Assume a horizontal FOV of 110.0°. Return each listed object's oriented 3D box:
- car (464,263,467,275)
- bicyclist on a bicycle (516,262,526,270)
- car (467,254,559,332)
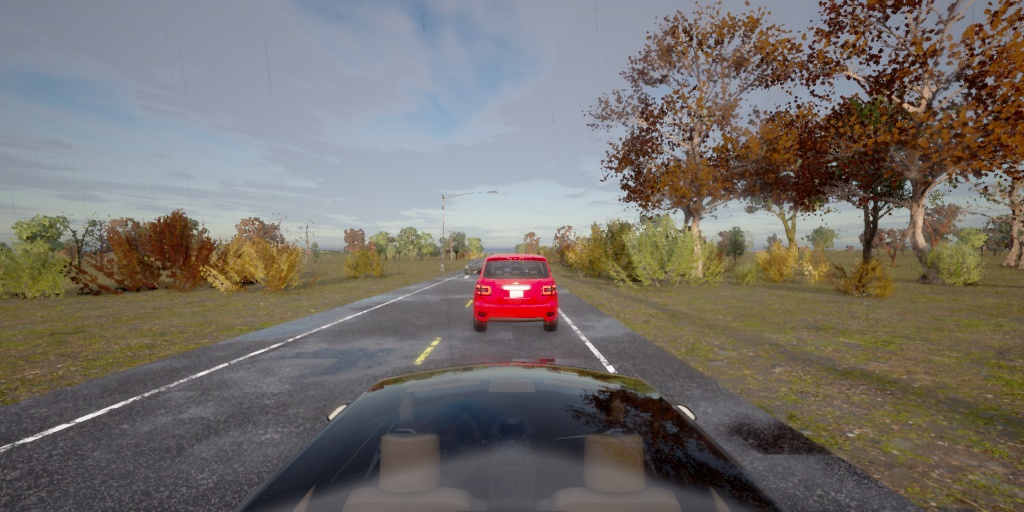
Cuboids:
[{"bbox_3d":[-3.763,1.089,37.886,2.097,1.767,4.553,0,0,0],"label":"car"},{"bbox_3d":[0.859,1.110,30.169,0.659,1.776,1.843,0,0,0],"label":"bicyclist on a bicycle"},{"bbox_3d":[0.078,0.968,10.990,2.150,2.045,5.566,0,0,-1],"label":"car"}]
